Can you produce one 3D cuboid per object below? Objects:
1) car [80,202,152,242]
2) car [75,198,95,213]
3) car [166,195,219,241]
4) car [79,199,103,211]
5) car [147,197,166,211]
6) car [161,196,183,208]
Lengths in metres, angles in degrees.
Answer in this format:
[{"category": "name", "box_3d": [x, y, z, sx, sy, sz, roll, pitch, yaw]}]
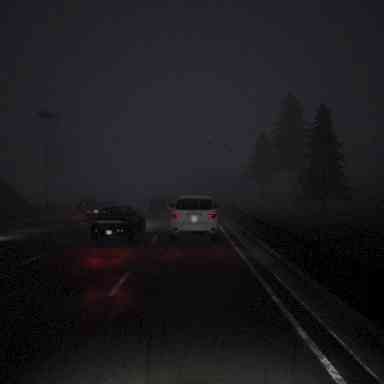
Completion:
[{"category": "car", "box_3d": [-3.405, 1.440, 16.043, 2.128, 1.511, 4.902, 0, 0, 0]}, {"category": "car", "box_3d": [-10.863, 1.380, 34.927, 2.128, 1.511, 4.902, 0, 0, -6]}, {"category": "car", "box_3d": [0.095, 1.168, 16.467, 2.150, 2.045, 5.566, 0, 0, 0]}, {"category": "car", "box_3d": [-6.912, 1.462, 26.574, 2.033, 1.411, 5.357, 0, 0, 0]}, {"category": "car", "box_3d": [-4.239, 1.353, 39.115, 1.882, 1.535, 5.008, 1, 0, -10]}, {"category": "car", "box_3d": [-2.866, 1.375, 47.243, 1.812, 1.442, 4.674, 1, 0, -21]}]
